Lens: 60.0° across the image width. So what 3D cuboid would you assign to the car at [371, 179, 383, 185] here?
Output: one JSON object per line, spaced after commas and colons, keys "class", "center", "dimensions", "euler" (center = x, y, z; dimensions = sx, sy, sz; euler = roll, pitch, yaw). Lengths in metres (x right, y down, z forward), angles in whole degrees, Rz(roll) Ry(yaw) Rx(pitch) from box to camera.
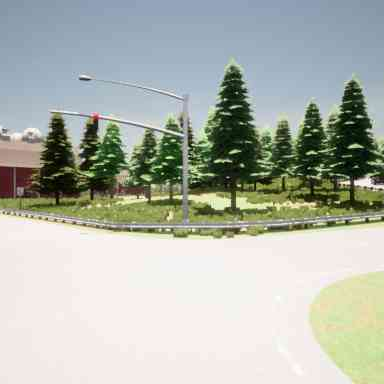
{"class": "car", "center": [29.010, -1.912, 51.528], "dimensions": [1.837, 1.490, 4.892], "euler": [0, 5, 21]}
